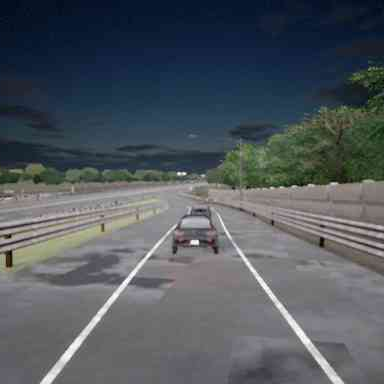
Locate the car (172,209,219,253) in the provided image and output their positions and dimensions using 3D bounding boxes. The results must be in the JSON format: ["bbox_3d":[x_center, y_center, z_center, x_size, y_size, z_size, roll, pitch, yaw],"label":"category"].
[{"bbox_3d":[0.179,1.660,14.283,1.812,1.442,4.674,0,0,2],"label":"car"}]

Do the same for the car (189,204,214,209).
[{"bbox_3d":[0.795,1.783,29.139,1.837,1.490,4.892,0,0,3],"label":"car"}]
